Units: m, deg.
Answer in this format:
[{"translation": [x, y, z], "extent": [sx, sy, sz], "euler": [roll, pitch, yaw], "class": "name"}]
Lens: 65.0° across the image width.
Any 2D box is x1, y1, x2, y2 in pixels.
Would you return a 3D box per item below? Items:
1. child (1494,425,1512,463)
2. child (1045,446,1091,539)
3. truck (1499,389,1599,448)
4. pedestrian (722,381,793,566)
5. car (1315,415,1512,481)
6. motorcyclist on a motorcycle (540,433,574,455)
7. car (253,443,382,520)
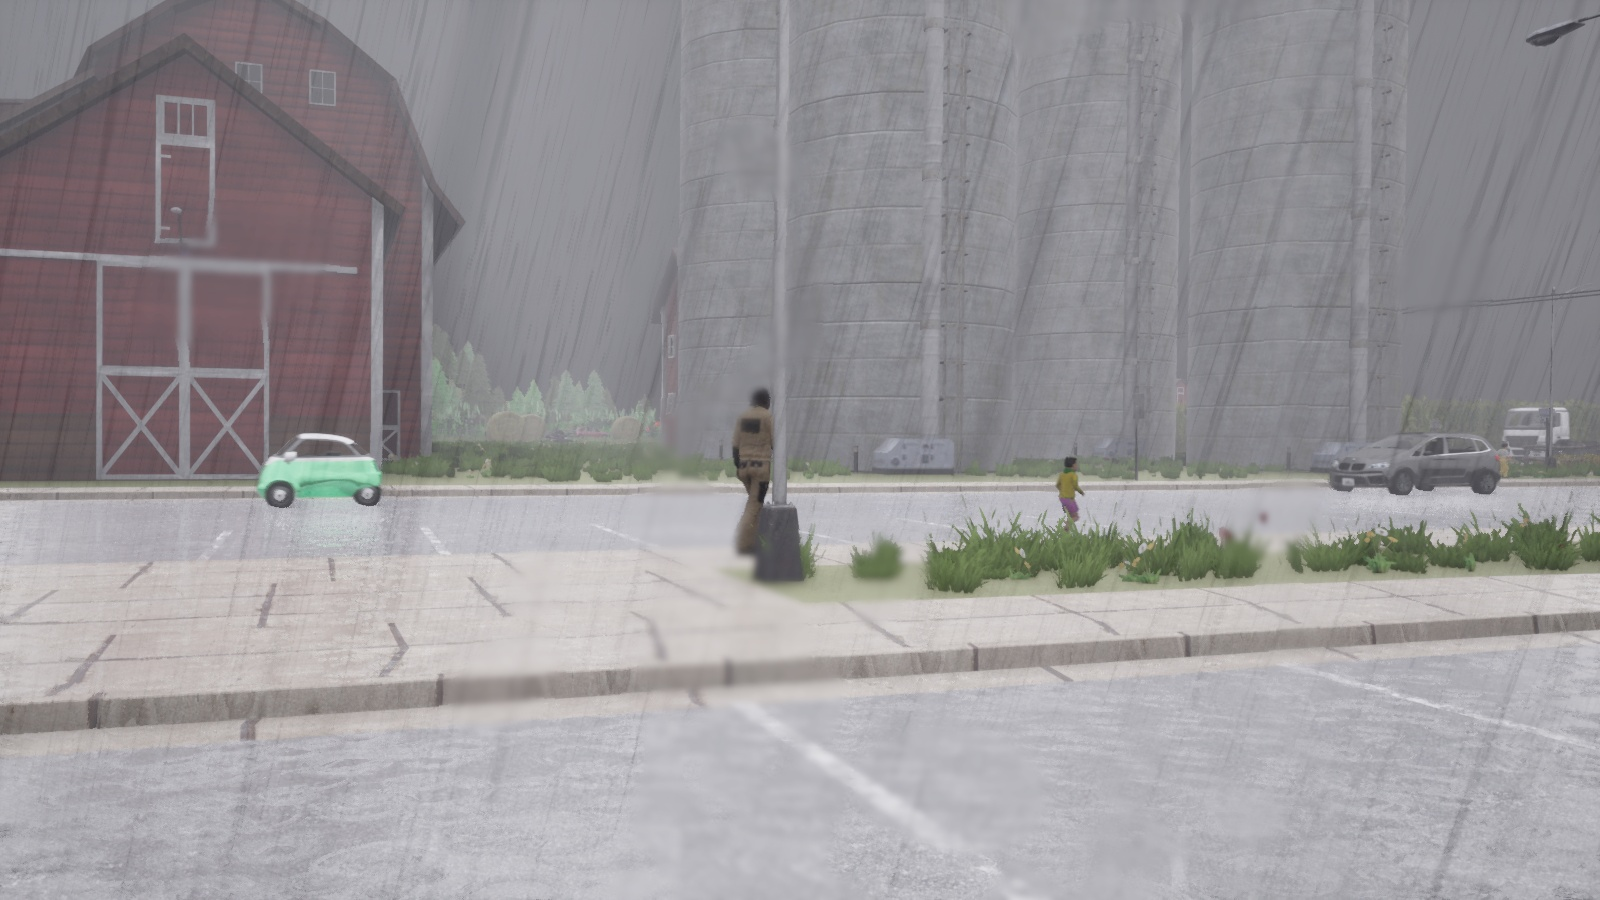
[{"translation": [23.250, -0.194, 41.543], "extent": [0.437, 1.263, 0.270], "euler": [-1, 1, -3], "class": "child"}, {"translation": [3.434, 0.534, 16.093], "extent": [0.473, 1.160, 0.299], "euler": [-1, 1, -22], "class": "child"}, {"translation": [46.542, -1.926, 76.059], "extent": [7.936, 3.462, 2.891], "euler": [-1, 1, -20], "class": "truck"}, {"translation": [-0.454, 0.238, 13.516], "extent": [0.396, 1.930, 0.692], "euler": [0, 1, 38], "class": "pedestrian"}, {"translation": [16.501, -0.086, 33.806], "extent": [4.611, 1.667, 2.242], "euler": [-1, 1, -21], "class": "car"}, {"translation": [-17.095, -0.444, 88.221], "extent": [2.191, 1.530, 0.866], "euler": [-1, 1, -21], "class": "motorcyclist on a motorcycle"}, {"translation": [-9.127, 0.565, 23.785], "extent": [2.207, 1.376, 1.481], "euler": [-1, 1, -21], "class": "car"}]
